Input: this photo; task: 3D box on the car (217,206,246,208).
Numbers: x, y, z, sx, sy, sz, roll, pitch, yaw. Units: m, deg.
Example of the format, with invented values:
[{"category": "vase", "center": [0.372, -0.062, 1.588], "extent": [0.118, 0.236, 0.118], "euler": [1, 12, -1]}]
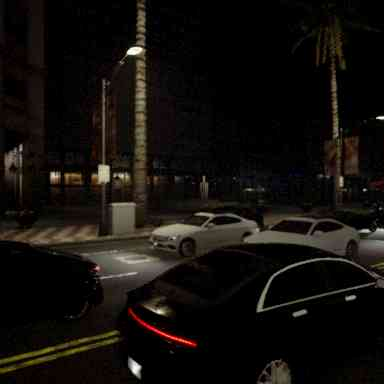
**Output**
[{"category": "car", "center": [1.760, 1.512, 17.655], "extent": [4.786, 1.482, 2.161], "euler": [0, 0, -36]}]

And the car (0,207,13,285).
[{"category": "car", "center": [-6.848, 1.335, 7.678], "extent": [4.553, 1.767, 2.097], "euler": [0, 0, -35]}]

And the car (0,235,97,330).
[{"category": "car", "center": [-3.696, 1.555, 5.626], "extent": [4.181, 1.385, 1.994], "euler": [0, 0, -35]}]

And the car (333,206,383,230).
[{"category": "car", "center": [8.620, 1.614, 18.637], "extent": [4.718, 1.301, 1.895], "euler": [0, 0, -36]}]

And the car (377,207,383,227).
[{"category": "car", "center": [11.699, 1.568, 16.534], "extent": [5.357, 1.411, 2.033], "euler": [0, 0, -36]}]

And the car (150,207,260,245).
[{"category": "car", "center": [0.634, 1.524, 12.947], "extent": [4.674, 1.442, 1.812], "euler": [0, 0, -35]}]

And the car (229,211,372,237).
[{"category": "car", "center": [3.642, 1.531, 10.791], "extent": [4.674, 1.442, 1.812], "euler": [0, 0, -35]}]

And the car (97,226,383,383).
[{"category": "car", "center": [1.393, 1.507, 4.746], "extent": [4.892, 1.490, 1.837], "euler": [0, 0, -36]}]
